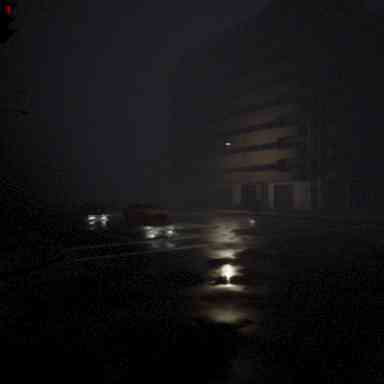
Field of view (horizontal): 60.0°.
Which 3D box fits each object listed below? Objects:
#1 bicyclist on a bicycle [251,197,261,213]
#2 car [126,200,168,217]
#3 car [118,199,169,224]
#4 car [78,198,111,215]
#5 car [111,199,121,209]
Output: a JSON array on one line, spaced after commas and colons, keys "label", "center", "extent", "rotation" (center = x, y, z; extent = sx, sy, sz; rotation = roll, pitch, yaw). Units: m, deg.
[{"label": "bicyclist on a bicycle", "center": [6.909, 1.406, 35.901], "extent": [1.656, 1.620, 0.582], "rotation": [0, 0, -36]}, {"label": "car", "center": [-4.638, 1.593, 33.431], "extent": [2.128, 1.511, 4.902], "rotation": [0, 0, -36]}, {"label": "car", "center": [-3.617, 1.569, 25.756], "extent": [1.882, 1.535, 5.008], "rotation": [0, 0, -36]}, {"label": "car", "center": [-10.607, 1.668, 35.395], "extent": [1.994, 1.385, 4.181], "rotation": [0, 0, -36]}, {"label": "car", "center": [-11.041, 1.669, 48.023], "extent": [2.033, 1.411, 5.357], "rotation": [0, 0, -36]}]
